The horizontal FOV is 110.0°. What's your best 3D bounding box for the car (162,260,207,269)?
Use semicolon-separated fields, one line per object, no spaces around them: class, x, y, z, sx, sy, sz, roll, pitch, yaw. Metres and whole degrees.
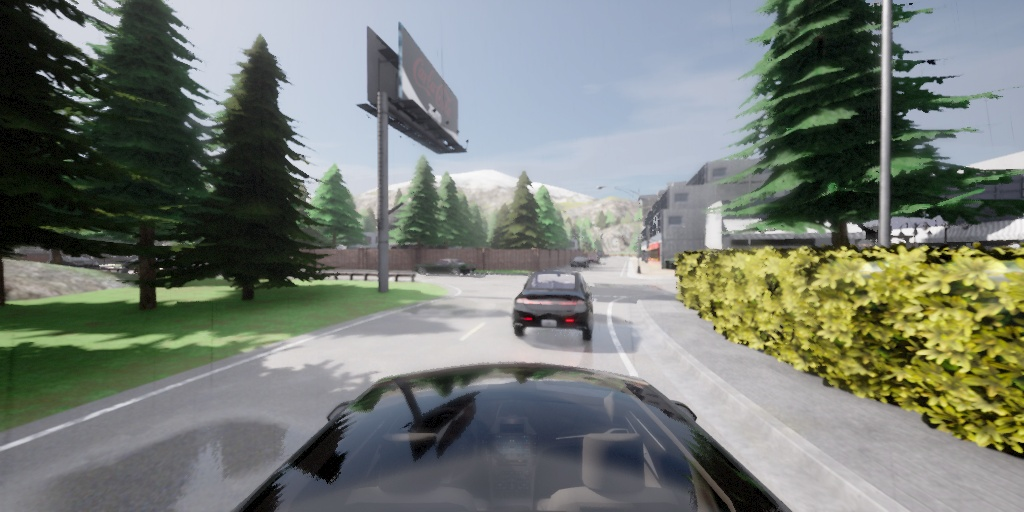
car;-27.302;0.877;30.970;4.718;1.301;1.895;0;1;17

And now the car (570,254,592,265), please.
car;8.710;0.799;45.912;1.882;1.535;5.008;0;1;18

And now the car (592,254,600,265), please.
car;13.796;0.525;61.294;2.097;1.767;4.553;0;1;19

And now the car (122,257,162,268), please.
car;-38.995;0.747;38.401;5.357;1.411;2.033;0;1;18

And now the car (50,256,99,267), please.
car;-44.396;0.777;36.356;4.892;1.490;1.837;0;1;17

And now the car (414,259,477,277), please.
car;-5.280;0.903;28.287;4.718;1.301;1.895;0;0;16

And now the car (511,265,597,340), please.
car;1.244;1.163;9.820;2.128;1.511;4.902;0;1;11
